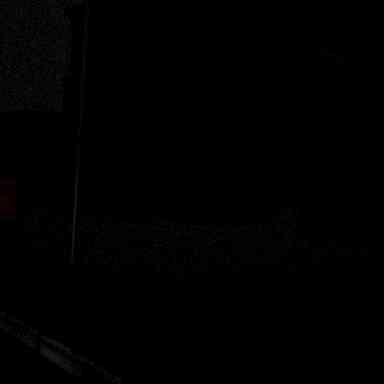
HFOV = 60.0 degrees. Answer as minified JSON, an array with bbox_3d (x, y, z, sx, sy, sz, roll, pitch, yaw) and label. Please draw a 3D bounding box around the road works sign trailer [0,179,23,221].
[{"bbox_3d":[-10.934,0.489,17.095,2.880,2.380,3.560,3,3,-7],"label":"road works sign trailer"}]
